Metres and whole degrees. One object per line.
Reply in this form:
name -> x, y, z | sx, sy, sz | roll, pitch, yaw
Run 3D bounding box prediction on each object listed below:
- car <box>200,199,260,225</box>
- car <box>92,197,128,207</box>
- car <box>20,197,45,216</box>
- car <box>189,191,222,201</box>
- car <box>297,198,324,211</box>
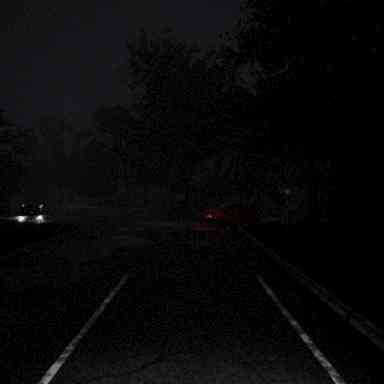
car -> 3.012, 1.480, 24.344 | 5.008, 1.535, 1.882 | 0, -2, -44
car -> -12.694, 1.552, 51.809 | 5.357, 1.411, 2.033 | 0, 0, -43
car -> -15.874, 1.355, 33.272 | 2.097, 1.767, 4.553 | 0, 0, -22
car -> 2.258, 0.844, 55.806 | 5.566, 2.045, 2.150 | 0, 0, 13
car -> 14.602, 1.480, 41.119 | 1.882, 1.535, 5.008 | 1, 0, -1
